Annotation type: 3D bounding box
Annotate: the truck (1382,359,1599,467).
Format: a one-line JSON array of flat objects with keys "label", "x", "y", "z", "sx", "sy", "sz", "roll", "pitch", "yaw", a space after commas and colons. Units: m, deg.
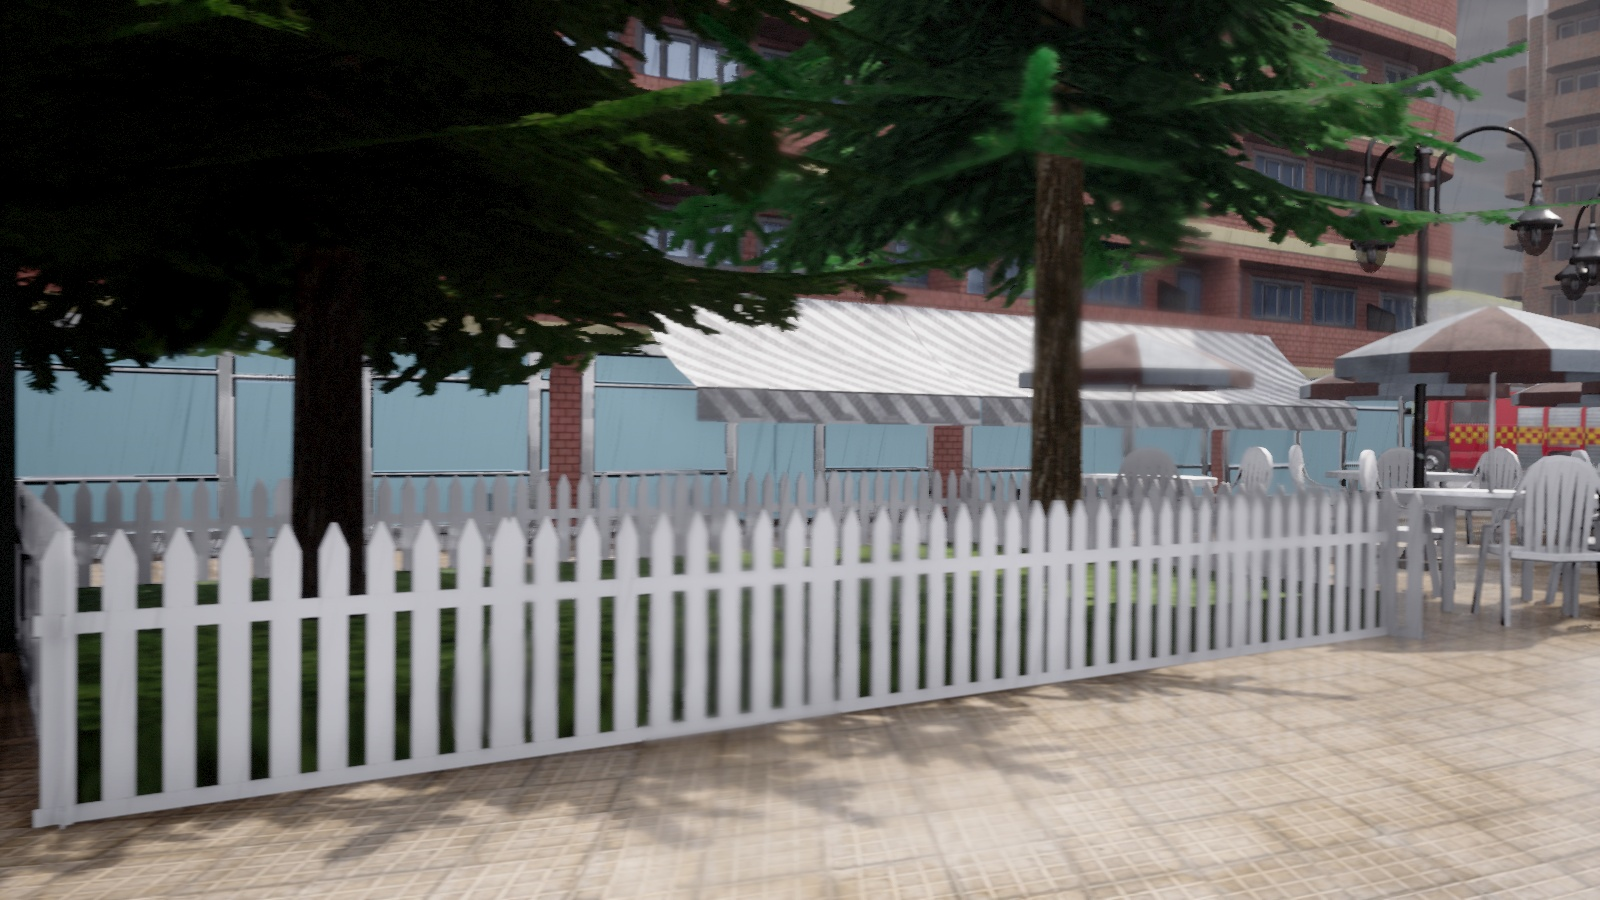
[{"label": "truck", "x": 27.303, "y": -1.355, "z": 48.503, "sx": 2.891, "sy": 3.827, "sz": 8.468, "roll": -1, "pitch": 1, "yaw": -33}]
